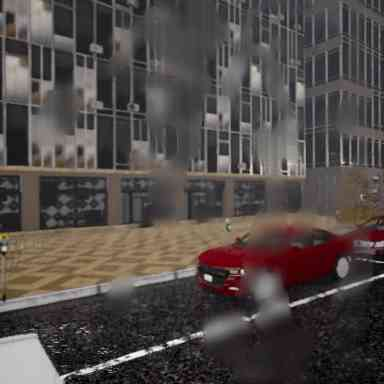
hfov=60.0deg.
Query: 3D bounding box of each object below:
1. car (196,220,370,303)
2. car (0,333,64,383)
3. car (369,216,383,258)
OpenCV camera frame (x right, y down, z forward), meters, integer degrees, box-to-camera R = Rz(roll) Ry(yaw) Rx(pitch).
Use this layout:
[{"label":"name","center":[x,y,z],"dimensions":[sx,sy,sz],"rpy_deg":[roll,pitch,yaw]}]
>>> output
[{"label":"car","center":[2.163,1.490,8.099],"dimensions":[4.507,1.381,1.887],"rpy_deg":[-1,1,-35]},{"label":"car","center":[-2.933,1.616,1.287],"dimensions":[4.718,1.301,1.895],"rpy_deg":[-1,0,-35]},{"label":"car","center":[6.799,1.478,11.405],"dimensions":[4.206,1.307,1.802],"rpy_deg":[-1,1,-35]}]
